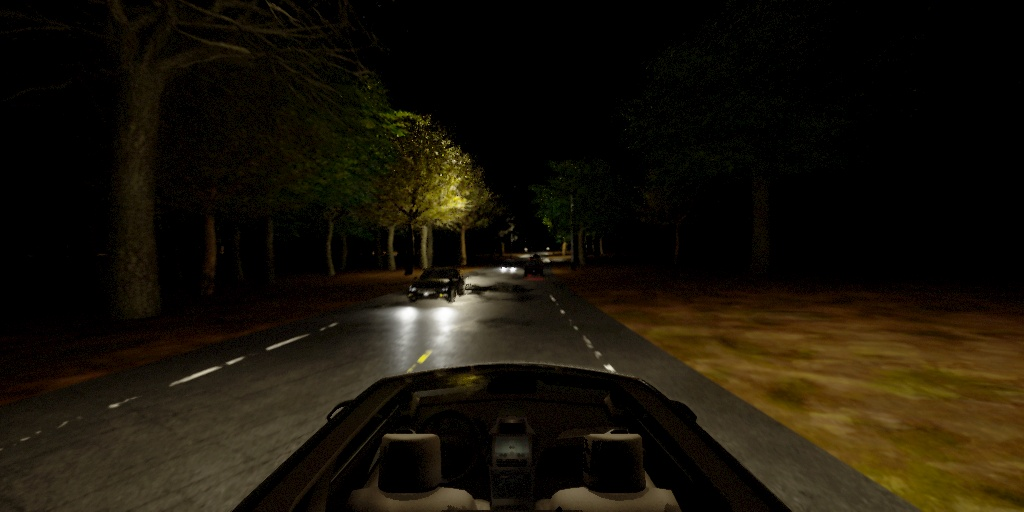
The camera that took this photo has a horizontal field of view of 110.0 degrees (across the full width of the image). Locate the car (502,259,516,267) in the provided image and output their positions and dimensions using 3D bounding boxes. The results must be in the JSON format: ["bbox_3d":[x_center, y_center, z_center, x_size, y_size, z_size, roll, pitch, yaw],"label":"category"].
[{"bbox_3d":[-0.459,1.111,58.560,1.895,1.301,4.718,0,1,6],"label":"car"}]

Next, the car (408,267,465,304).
[{"bbox_3d":[-3.367,1.293,16.822,1.837,1.490,4.892,0,0,2],"label":"car"}]

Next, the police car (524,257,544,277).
[{"bbox_3d":[2.186,1.195,36.143,1.930,1.638,5.238,0,0,4],"label":"police car"}]

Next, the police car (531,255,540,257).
[{"bbox_3d":[3.514,1.033,52.011,1.930,1.638,5.238,0,1,5],"label":"police car"}]
